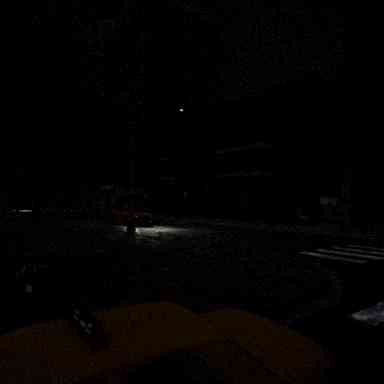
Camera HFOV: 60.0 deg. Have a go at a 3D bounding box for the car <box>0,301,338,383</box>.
[{"bbox_3d":[-0.945,1.525,2.154,4.829,1.417,1.752,0,1,-36],"label":"car"}]

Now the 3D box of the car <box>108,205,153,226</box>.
[{"bbox_3d":[-4.875,1.808,26.011,1.882,1.535,5.008,2,-2,-36],"label":"car"}]

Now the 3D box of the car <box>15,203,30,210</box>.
[{"bbox_3d":[-32.330,2.809,63.385,1.895,1.301,4.718,2,-2,-36],"label":"car"}]
